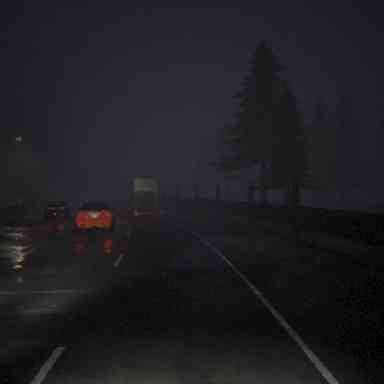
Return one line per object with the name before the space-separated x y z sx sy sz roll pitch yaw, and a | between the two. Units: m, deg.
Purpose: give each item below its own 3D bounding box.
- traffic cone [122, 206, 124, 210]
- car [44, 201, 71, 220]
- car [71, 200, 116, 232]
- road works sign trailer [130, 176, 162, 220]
traffic cone | -7.552 1.939 34.743 0.340 0.580 0.340 0 0 -18
car | -11.337 1.491 28.248 2.128 1.511 4.902 0 0 -16
car | -5.785 1.346 20.387 2.097 1.767 4.553 0 0 -11
road works sign trailer | -3.950 0.445 28.561 2.380 3.560 2.880 0 0 -18
